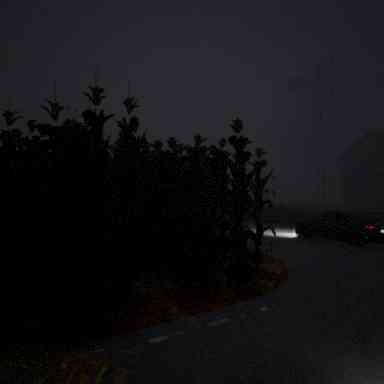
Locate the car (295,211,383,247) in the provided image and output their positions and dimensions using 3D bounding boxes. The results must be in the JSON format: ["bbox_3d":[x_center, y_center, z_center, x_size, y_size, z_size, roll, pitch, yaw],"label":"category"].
[{"bbox_3d":[6.833,1.578,15.368,1.994,1.385,4.181,0,0,-29],"label":"car"}]
